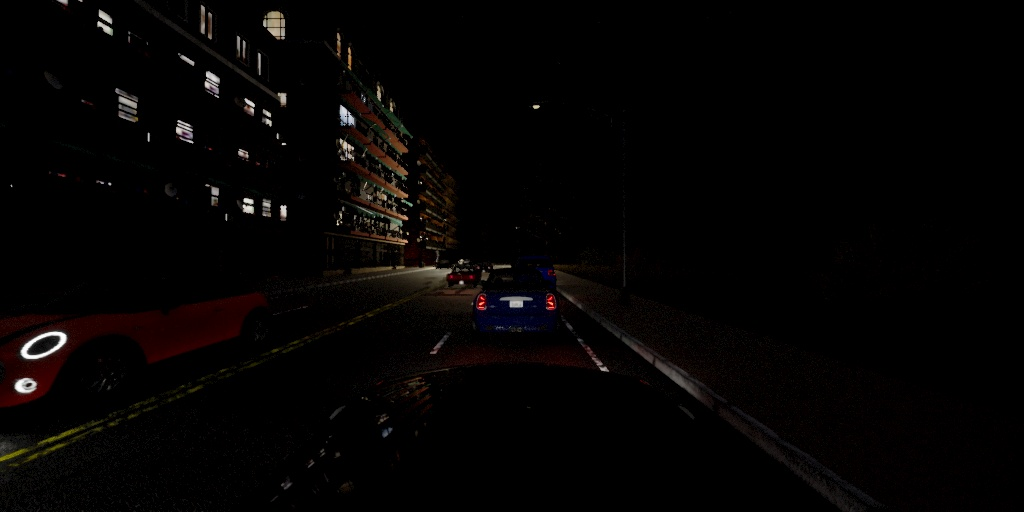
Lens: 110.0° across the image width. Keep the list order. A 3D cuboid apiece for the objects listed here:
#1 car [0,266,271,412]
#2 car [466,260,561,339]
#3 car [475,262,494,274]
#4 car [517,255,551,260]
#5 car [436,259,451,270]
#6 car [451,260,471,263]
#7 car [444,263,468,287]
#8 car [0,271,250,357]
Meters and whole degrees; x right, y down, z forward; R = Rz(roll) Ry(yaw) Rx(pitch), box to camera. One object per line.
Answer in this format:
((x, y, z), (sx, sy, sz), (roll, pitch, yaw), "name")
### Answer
((-6.601, 1.103, 6.327), (2.097, 1.767, 4.553), (0, 0, 0), "car")
((0.097, 1.103, 10.193), (2.097, 1.767, 4.553), (0, 0, 0), "car")
((-3.151, 1.352, 42.046), (1.895, 1.301, 4.718), (0, 0, 0), "car")
((1.136, 0.977, 19.768), (2.150, 2.045, 5.566), (0, 0, 0), "car")
((-9.842, 1.228, 52.388), (1.882, 1.535, 5.008), (0, 0, 0), "car")
((-6.595, 1.242, 49.722), (2.128, 1.511, 4.902), (0, 0, 0), "car")
((-3.151, 1.353, 24.638), (1.895, 1.301, 4.718), (0, 0, 0), "car")
((-9.851, 1.243, 9.550), (2.128, 1.511, 4.902), (0, 0, 0), "car")
